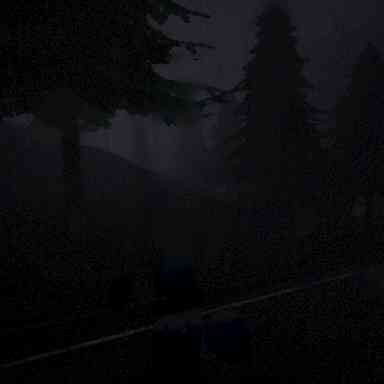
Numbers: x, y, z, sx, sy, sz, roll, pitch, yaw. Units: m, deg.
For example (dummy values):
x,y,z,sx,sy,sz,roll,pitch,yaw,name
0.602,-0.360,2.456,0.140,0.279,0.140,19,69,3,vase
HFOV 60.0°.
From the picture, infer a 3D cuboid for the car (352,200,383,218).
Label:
x,y,z,sx,sy,sz,roll,pitch,yaw,name
14.920,1.493,29.797,1.882,1.535,5.008,0,0,-34,car
